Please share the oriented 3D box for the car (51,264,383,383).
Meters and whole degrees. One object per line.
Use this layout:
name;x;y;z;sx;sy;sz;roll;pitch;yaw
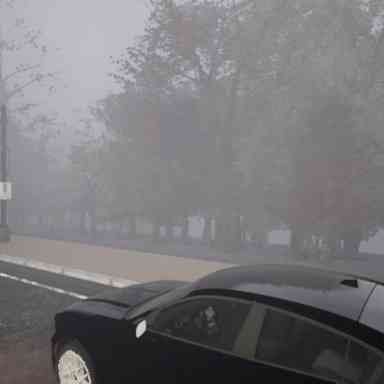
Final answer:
car;0.634;1.488;3.229;5.008;1.535;1.882;0;0;36
